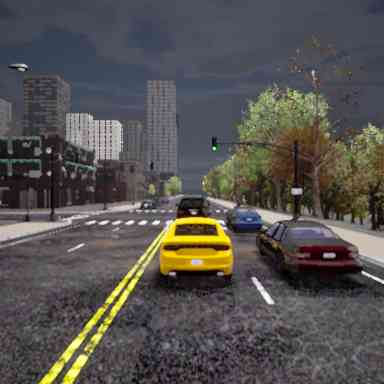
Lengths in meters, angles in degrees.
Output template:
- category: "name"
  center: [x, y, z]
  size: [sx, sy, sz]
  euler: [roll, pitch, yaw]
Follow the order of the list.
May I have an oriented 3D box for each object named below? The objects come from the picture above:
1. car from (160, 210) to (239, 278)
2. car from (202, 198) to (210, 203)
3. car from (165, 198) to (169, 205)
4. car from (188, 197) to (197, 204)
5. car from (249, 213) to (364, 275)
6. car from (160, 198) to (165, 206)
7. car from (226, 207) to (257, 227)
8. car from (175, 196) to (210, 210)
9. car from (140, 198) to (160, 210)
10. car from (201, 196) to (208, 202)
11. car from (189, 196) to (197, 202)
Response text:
- category: "car"
  center: [0.116, 1.544, 10.396]
  size: [1.882, 1.535, 5.008]
  euler: [0, 0, 0]
- category: "car"
  center: [3.397, 2.087, 81.251]
  size: [1.895, 1.301, 4.718]
  euler: [0, 0, 0]
- category: "car"
  center: [-6.375, 1.986, 69.028]
  size: [1.994, 1.385, 4.181]
  euler: [0, 0, 0]
- category: "car"
  center: [0.145, 2.013, 80.810]
  size: [2.128, 1.511, 4.902]
  euler: [0, 0, 0]
- category: "car"
  center: [3.372, 1.615, 10.647]
  size: [2.033, 1.411, 5.357]
  euler: [0, 0, 0]
- category: "car"
  center: [-6.462, 1.872, 59.292]
  size: [1.837, 1.490, 4.892]
  euler: [0, 0, 1]
- category: "car"
  center: [3.390, 1.688, 22.186]
  size: [2.033, 1.411, 5.357]
  euler: [0, 0, 0]
- category: "car"
  center: [0.071, 1.364, 22.388]
  size: [2.150, 2.045, 5.566]
  euler: [0, 0, -1]
- category: "car"
  center: [-6.516, 1.801, 49.818]
  size: [2.128, 1.511, 4.902]
  euler: [0, 0, 1]
- category: "car"
  center: [3.415, 1.890, 91.224]
  size: [1.837, 1.490, 4.892]
  euler: [0, 0, 0]
- category: "car"
  center: [0.165, 1.915, 91.230]
  size: [2.128, 1.511, 4.902]
  euler: [0, 0, 0]
